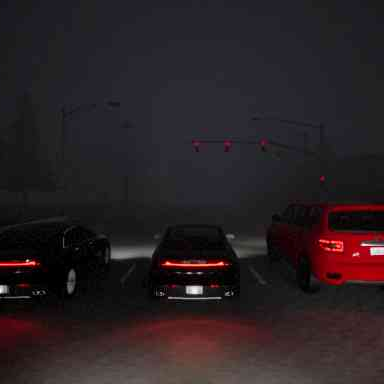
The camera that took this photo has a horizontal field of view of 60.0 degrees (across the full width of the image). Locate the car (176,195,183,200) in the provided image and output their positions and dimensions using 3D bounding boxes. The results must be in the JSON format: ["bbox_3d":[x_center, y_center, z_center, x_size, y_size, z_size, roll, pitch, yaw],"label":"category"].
[{"bbox_3d":[-3.489,1.427,91.922,1.895,1.301,4.718,0,0,0],"label":"car"}]

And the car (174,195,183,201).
[{"bbox_3d":[-3.490,1.516,81.888,1.812,1.442,4.674,0,0,0],"label":"car"}]

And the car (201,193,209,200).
[{"bbox_3d":[3.511,1.187,91.861,2.097,1.767,4.553,0,0,0],"label":"car"}]

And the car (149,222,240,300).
[{"bbox_3d":[0.063,1.505,8.367,1.837,1.490,4.892,0,0,0],"label":"car"}]

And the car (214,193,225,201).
[{"bbox_3d":[7.010,1.492,81.470,1.837,1.490,4.892,0,0,0],"label":"car"}]

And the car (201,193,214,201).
[{"bbox_3d":[3.510,1.347,81.857,2.097,1.767,4.553,0,0,0],"label":"car"}]

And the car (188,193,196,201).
[{"bbox_3d":[0.010,1.517,81.471,2.128,1.511,4.902,0,0,0],"label":"car"}]

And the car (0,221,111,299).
[{"bbox_3d":[-3.437,1.505,8.420,1.837,1.490,4.892,0,0,0],"label":"car"}]

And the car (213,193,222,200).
[{"bbox_3d":[7.011,1.187,91.860,2.097,1.767,4.553,0,0,0],"label":"car"}]

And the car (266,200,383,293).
[{"bbox_3d":[3.567,1.221,9.015,2.150,2.045,5.566,0,0,0],"label":"car"}]
